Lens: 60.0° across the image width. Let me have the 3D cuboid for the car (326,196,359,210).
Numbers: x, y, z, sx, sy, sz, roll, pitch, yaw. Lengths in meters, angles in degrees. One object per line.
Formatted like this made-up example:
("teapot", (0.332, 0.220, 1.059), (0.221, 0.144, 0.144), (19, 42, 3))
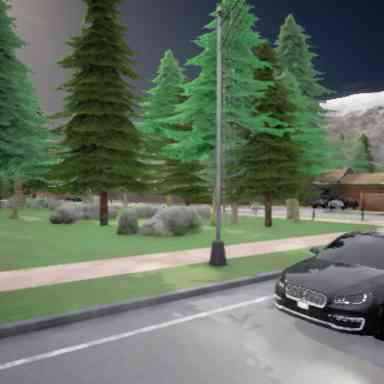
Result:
("car", (20.559, 1.442, 44.946), (4.605, 1.855, 1.932), (0, 0, -37))

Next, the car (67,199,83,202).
("car", (-28.345, 1.639, 80.836), (4.892, 1.490, 1.837), (0, 0, 29))

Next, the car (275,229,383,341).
("car", (3.732, 1.550, 6.620), (4.892, 1.490, 1.837), (1, 0, -35))

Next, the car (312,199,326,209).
("car", (18.742, 1.441, 46.727), (3.866, 1.878, 1.905), (0, 0, -37))
